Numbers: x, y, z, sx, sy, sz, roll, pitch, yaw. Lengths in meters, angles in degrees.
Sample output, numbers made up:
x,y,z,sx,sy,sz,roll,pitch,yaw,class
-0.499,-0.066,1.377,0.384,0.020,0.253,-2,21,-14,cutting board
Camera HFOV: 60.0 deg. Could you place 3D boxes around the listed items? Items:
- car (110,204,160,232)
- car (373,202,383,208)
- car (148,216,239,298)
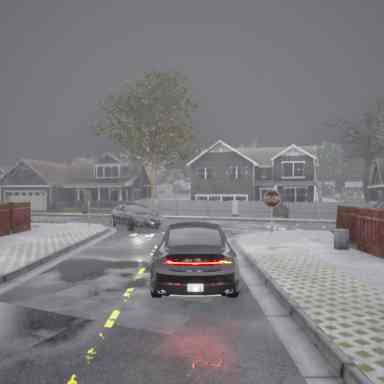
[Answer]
x,y,z,sx,sy,sz,roll,pitch,yaw,class
-3.516,1.506,20.482,1.837,1.490,4.892,3,-2,-34,car
12.637,1.435,21.689,4.553,1.767,2.097,0,0,18,car
0.045,1.506,8.517,1.837,1.490,4.892,0,0,0,car
